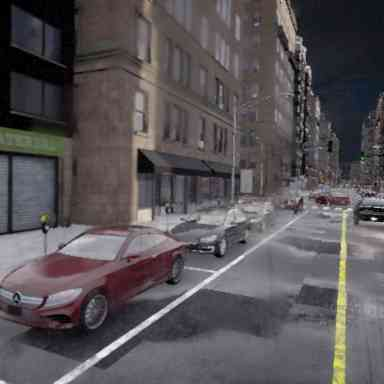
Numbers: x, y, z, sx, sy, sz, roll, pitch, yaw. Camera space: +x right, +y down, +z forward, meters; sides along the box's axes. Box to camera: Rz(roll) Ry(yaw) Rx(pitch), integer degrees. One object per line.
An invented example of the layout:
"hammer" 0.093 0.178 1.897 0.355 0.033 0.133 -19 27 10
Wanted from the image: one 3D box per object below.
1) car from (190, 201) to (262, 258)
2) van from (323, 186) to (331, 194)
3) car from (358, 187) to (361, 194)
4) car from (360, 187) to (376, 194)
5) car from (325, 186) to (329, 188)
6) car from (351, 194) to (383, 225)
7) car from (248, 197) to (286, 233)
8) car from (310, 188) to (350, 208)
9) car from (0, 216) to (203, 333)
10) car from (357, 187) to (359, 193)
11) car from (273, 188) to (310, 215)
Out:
"car" 0.760 1.197 11.304 2.008 1.369 4.403 2 2 25
"van" 32.395 -0.445 79.755 1.690 1.788 3.998 2 2 25
"car" 37.386 0.044 71.444 1.967 1.590 4.097 2 2 25
"car" 32.811 0.254 61.542 1.967 1.590 4.097 2 2 25
"car" 23.171 0.163 59.806 1.752 1.417 4.829 2 2 25
"car" 10.762 1.119 19.958 1.837 1.490 4.892 2 2 25
"car" 3.030 1.095 16.217 2.008 1.369 4.403 2 2 25
"car" 14.300 0.710 34.457 1.882 1.535 5.008 2 2 -5
"car" -1.511 1.329 6.392 1.802 1.307 4.206 2 2 25
"car" 39.671 0.043 76.397 1.887 1.381 4.507 2 2 25
"car" 7.575 0.656 26.035 2.192 1.841 5.009 2 2 25
